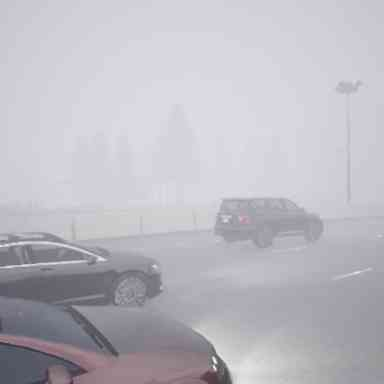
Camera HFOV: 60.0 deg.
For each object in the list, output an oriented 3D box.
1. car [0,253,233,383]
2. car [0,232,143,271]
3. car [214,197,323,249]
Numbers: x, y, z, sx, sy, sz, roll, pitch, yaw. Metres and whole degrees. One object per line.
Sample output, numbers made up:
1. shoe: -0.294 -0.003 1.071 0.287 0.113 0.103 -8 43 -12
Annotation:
1. car: -1.667 1.563 2.559 4.181 1.385 1.994 0 0 -35
2. car: -2.848 1.491 6.013 4.902 1.511 2.128 0 0 -35
3. car: 3.511 1.234 14.847 5.566 2.045 2.150 0 0 -36
